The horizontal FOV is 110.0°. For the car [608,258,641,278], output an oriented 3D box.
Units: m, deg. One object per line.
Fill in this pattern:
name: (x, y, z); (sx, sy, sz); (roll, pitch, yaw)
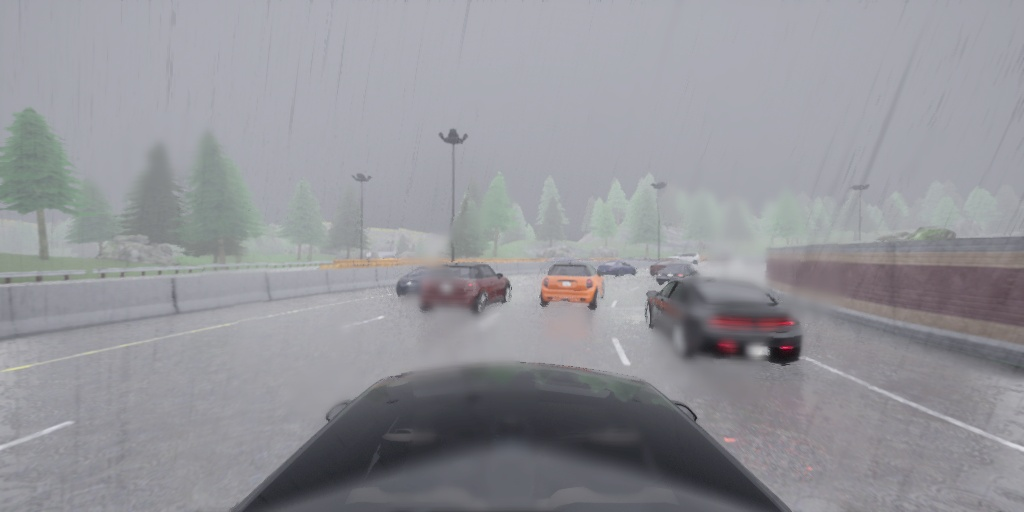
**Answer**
car: (9.552, 1.142, 32.452); (1.812, 1.442, 4.674); (0, 0, 45)

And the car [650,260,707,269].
car: (11.224, 1.221, 23.939); (2.033, 1.411, 5.357); (0, 0, 38)

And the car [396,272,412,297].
car: (-3.790, 1.212, 17.718); (1.994, 1.385, 4.181); (0, 0, 20)

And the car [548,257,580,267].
car: (8.522, 0.872, 58.162); (5.008, 1.535, 1.882); (0, 0, -29)

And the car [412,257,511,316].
car: (-1.512, 1.033, 13.381); (2.097, 1.767, 4.553); (0, 0, 15)

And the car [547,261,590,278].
car: (5.276, 1.161, 32.915); (1.994, 1.385, 4.181); (0, 0, 41)

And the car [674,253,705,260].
car: (27.760, 0.475, 58.295); (5.566, 2.045, 2.150); (-1, 0, -14)

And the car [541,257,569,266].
car: (7.414, 0.893, 61.539); (4.674, 1.442, 1.812); (0, 1, -29)

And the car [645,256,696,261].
car: (14.235, 1.094, 32.052); (5.008, 1.535, 1.882); (-1, 0, -41)

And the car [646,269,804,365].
car: (4.352, 1.241, 8.120); (1.837, 1.490, 4.892); (0, 1, 10)

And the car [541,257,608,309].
car: (2.671, 1.041, 14.982); (2.097, 1.767, 4.553); (1, 0, 19)
